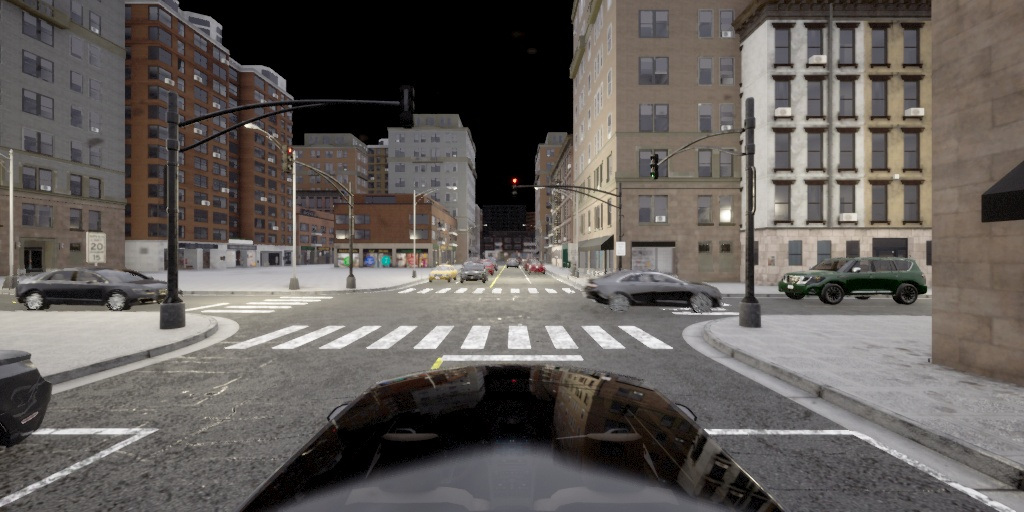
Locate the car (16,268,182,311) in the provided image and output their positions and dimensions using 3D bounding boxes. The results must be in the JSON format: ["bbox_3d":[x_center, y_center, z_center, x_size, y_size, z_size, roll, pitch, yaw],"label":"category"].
[{"bbox_3d":[-15.117,1.186,13.290,4.892,1.490,1.837,0,0,0],"label":"car"}]

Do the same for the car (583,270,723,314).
[{"bbox_3d":[5.115,1.267,13.310,4.902,1.511,2.128,0,0,0],"label":"car"}]

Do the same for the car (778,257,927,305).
[{"bbox_3d":[15.349,1.056,16.293,5.566,2.045,2.150,0,0,-2],"label":"car"}]

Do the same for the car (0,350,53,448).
[{"bbox_3d":[-5.388,1.300,1.642,2.007,1.370,4.403,0,0,0],"label":"car"}]

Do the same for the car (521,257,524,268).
[{"bbox_3d":[2.653,1.066,45.470,2.192,1.841,5.009,0,0,0],"label":"car"}]

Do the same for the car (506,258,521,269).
[{"bbox_3d":[0.114,1.317,58.538,1.994,1.385,4.181,0,0,1],"label":"car"}]

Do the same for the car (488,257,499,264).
[{"bbox_3d":[-2.820,1.257,47.952,1.837,1.490,4.892,0,0,0],"label":"car"}]

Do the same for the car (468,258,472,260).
[{"bbox_3d":[-5.372,1.302,45.473,2.007,1.370,4.403,0,0,0],"label":"car"}]

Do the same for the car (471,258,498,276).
[{"bbox_3d":[-2.839,1.229,37.536,1.882,1.535,5.008,0,0,0],"label":"car"}]

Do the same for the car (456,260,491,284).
[{"bbox_3d":[-2.819,1.255,27.219,1.837,1.490,4.892,0,0,-1],"label":"car"}]

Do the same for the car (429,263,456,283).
[{"bbox_3d":[-5.379,1.276,28.317,1.751,1.417,4.829,0,0,0],"label":"car"}]

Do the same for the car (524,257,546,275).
[{"bbox_3d":[2.651,1.191,39.808,1.967,1.591,4.097,0,0,0],"label":"car"}]
